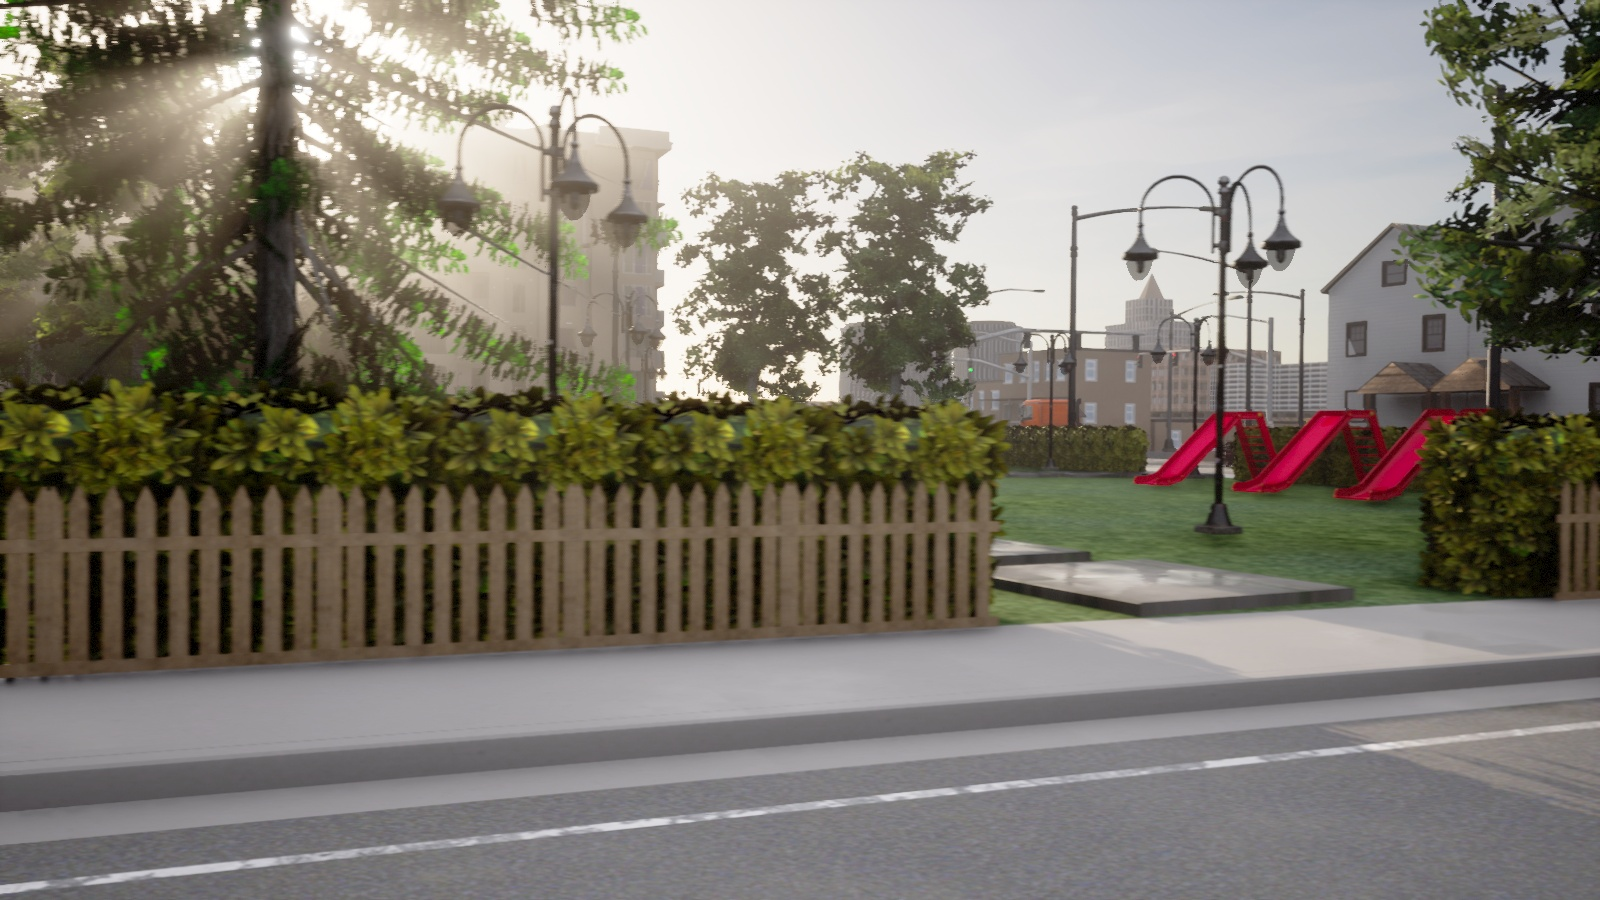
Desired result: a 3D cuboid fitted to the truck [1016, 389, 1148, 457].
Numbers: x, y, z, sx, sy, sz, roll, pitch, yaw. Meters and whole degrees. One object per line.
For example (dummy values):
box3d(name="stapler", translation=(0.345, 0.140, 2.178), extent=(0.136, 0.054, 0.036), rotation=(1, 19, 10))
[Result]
box3d(name="truck", translation=(15.152, -1.473, 68.208), extent=(2.891, 3.462, 7.936), rotation=(-1, 1, -22))

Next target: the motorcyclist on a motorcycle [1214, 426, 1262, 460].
box3d(name="motorcyclist on a motorcycle", translation=(19.980, -0.326, 57.364), extent=(0.866, 1.530, 2.191), rotation=(-1, 1, -21))
